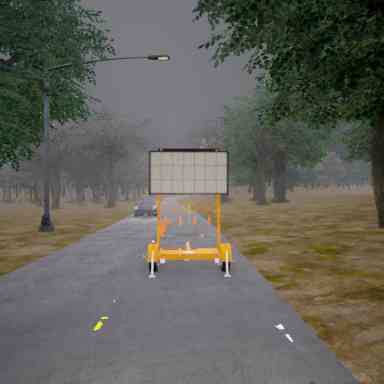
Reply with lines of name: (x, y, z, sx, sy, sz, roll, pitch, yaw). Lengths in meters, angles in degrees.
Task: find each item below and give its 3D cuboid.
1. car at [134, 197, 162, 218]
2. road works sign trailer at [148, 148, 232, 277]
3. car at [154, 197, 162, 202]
car: (-4.160, 1.403, 30.908, 2.097, 1.767, 4.553, 0, 0, -4)
road works sign trailer: (-0.099, 0.474, 10.234, 2.380, 3.560, 2.880, 0, 0, -2)
car: (-8.570, 1.925, 84.948, 1.895, 1.301, 4.718, 0, 0, -5)
